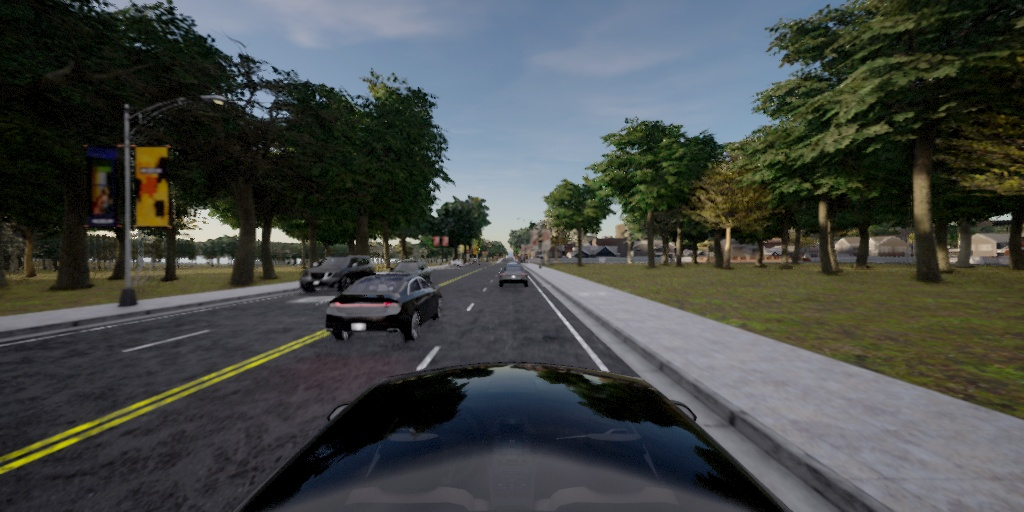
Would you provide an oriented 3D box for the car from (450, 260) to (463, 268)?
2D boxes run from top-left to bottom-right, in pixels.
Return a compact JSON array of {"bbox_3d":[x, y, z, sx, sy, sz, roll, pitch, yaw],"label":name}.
[{"bbox_3d":[-9.739,1.390,63.631,1.812,1.442,4.674,0,0,0],"label":"car"}]

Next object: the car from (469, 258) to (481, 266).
[{"bbox_3d":[-6.489,1.000,63.627,1.812,1.442,4.674,0,0,0],"label":"car"}]

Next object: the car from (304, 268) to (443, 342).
[{"bbox_3d":[-3.147,1.242,9.785,2.128,1.511,4.902,0,0,0],"label":"car"}]

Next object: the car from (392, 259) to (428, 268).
[{"bbox_3d":[-6.593,1.109,23.079,2.097,1.767,4.553,0,0,0],"label":"car"}]

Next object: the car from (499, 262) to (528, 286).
[{"bbox_3d":[0.105,1.323,25.194,1.994,1.385,4.181,0,0,0],"label":"car"}]

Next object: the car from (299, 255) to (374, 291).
[{"bbox_3d":[-9.843,0.975,20.801,2.150,2.045,5.566,0,0,0],"label":"car"}]
